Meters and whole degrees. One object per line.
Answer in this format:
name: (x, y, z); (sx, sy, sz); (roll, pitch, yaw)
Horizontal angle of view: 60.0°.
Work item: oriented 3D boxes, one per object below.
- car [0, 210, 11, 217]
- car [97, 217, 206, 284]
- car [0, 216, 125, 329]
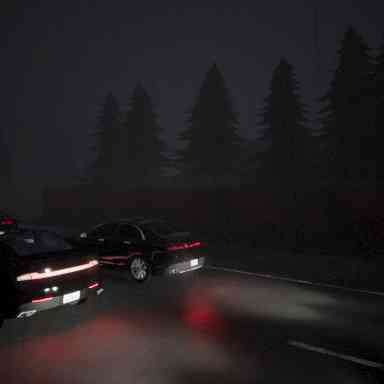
car: (-9.995, 1.505, 15.485); (4.892, 1.490, 1.837); (0, 0, 36)
car: (-1.906, 1.505, 9.675); (4.892, 1.490, 1.837); (0, 0, 36)
car: (-3.921, 1.492, 6.813); (4.902, 1.511, 2.128); (0, 0, 36)
